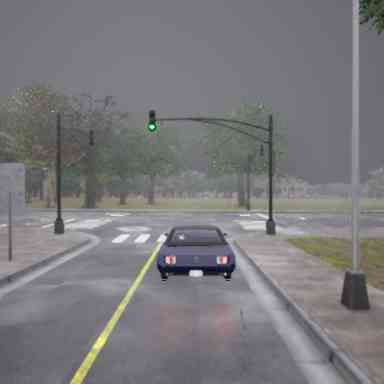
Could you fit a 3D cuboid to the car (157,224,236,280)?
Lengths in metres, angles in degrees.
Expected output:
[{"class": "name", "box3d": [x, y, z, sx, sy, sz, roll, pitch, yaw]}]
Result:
[{"class": "car", "box3d": [0.109, 1.622, 9.999, 1.895, 1.301, 4.718, 0, 0, 0]}]
